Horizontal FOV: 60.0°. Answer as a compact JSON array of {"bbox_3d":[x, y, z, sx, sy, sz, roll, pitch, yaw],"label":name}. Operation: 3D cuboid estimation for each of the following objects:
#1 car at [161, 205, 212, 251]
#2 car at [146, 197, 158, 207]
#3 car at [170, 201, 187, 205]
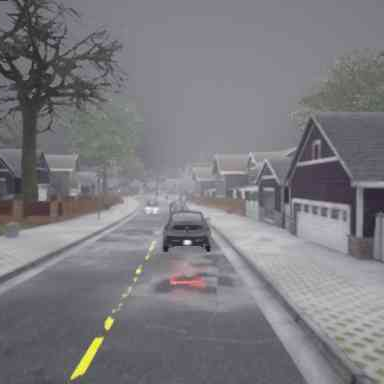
[{"bbox_3d":[-0.239,1.505,14.065,1.837,1.490,4.892,0,0,-2],"label":"car"},{"bbox_3d":[-6.560,1.604,54.696,2.128,1.511,4.902,0,0,-8],"label":"car"},{"bbox_3d":[-1.451,1.589,34.277,2.033,1.411,5.357,0,0,-5],"label":"car"}]
